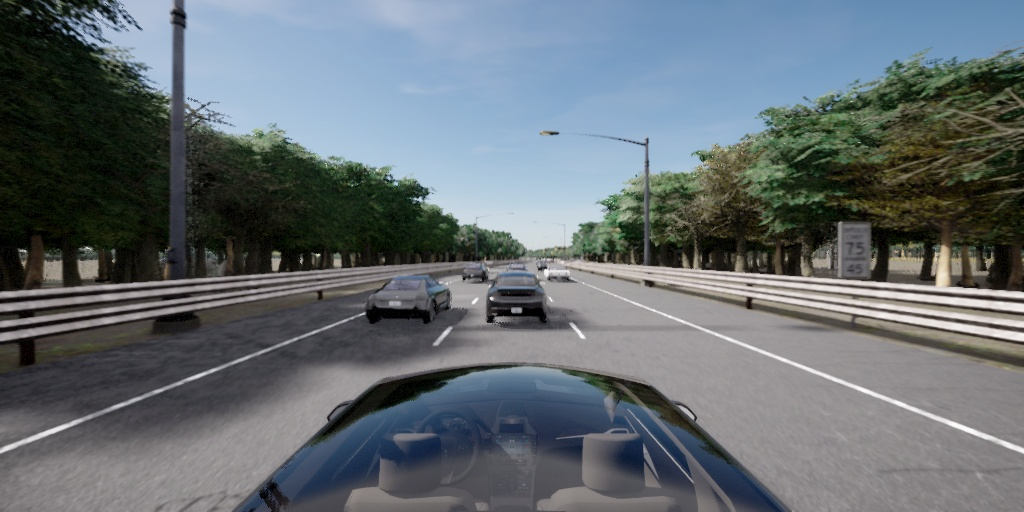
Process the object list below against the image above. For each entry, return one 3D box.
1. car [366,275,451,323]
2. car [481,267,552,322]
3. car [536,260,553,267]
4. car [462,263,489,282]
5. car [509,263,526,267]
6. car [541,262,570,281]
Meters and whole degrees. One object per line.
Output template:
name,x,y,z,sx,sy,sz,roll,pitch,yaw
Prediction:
car,-3.352,1.347,12.346,1.994,1.385,4.181,0,0,0
car,0.149,1.289,12.464,1.837,1.490,4.892,0,0,0
car,4.825,1.656,55.252,1.895,1.301,4.718,0,-1,3
car,-3.035,1.357,30.491,2.128,1.511,4.902,0,0,2
car,0.467,1.358,30.524,2.128,1.511,4.902,0,0,1
car,3.879,1.474,31.397,1.895,1.301,4.718,0,0,2
